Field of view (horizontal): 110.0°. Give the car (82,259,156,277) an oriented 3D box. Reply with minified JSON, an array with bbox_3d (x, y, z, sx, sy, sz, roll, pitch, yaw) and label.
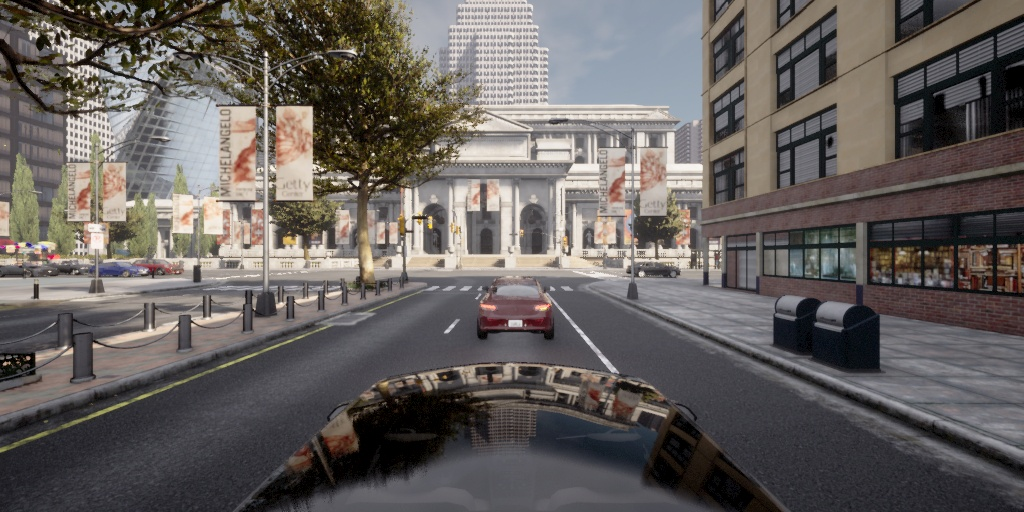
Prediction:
[{"bbox_3d":[-37.344,1.276,34.152,4.674,1.442,1.812,0,0,0],"label":"car"}]

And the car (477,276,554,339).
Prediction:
[{"bbox_3d":[0.111,1.276,9.959,1.812,1.442,4.674,0,0,1],"label":"car"}]

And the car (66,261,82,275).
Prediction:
[{"bbox_3d":[-46.267,1.241,37.684,4.902,1.511,2.128,0,0,0],"label":"car"}]

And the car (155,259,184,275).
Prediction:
[{"bbox_3d":[-37.312,1.102,37.647,4.553,1.767,2.097,0,0,0],"label":"car"}]

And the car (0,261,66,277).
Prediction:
[{"bbox_3d":[-46.104,1.314,34.177,4.181,1.385,1.994,0,0,-1],"label":"car"}]

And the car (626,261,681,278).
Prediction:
[{"bbox_3d":[13.251,1.255,33.615,4.892,1.490,1.837,0,0,1],"label":"car"}]
